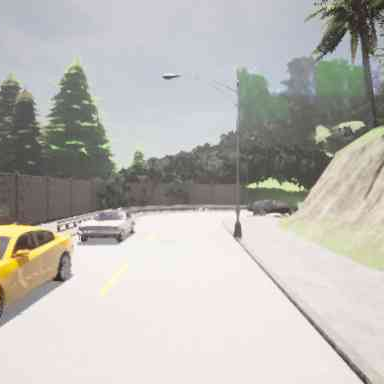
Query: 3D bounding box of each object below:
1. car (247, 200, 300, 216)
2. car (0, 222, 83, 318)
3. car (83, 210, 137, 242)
[{"bbox_3d":[7.619,1.461,31.085,4.902,1.511,2.128,0,0,-11],"label":"car"},{"bbox_3d":[-4.093,1.470,6.877,1.882,1.535,5.008,0,0,0],"label":"car"},{"bbox_3d":[-3.996,1.584,16.354,1.895,1.301,4.718,0,0,0],"label":"car"}]
